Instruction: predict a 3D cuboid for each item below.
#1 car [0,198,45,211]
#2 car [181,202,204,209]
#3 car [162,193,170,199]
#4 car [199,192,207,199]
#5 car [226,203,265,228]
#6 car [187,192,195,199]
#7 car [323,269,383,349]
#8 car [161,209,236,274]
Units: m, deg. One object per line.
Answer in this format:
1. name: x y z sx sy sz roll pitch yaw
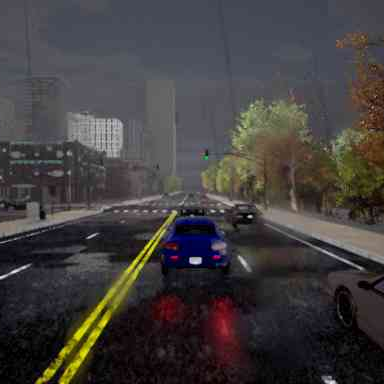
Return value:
1. car: -20.042 1.614 40.015 4.313 1.339 1.947 -1 2 0
2. car: 0.043 1.458 26.780 1.895 1.301 4.718 0 0 0
3. car: -6.694 1.060 86.122 1.812 1.442 4.674 0 0 0
4. car: 3.047 1.052 90.082 1.994 1.385 4.181 0 0 0
5. car: 3.306 1.432 21.394 2.033 1.411 5.357 0 0 0
6. car: -0.201 1.004 89.658 1.837 1.490 4.892 0 0 0
7. car: 3.342 1.525 3.694 2.033 1.411 5.357 0 0 0
8. car: 0.090 1.471 10.284 1.812 1.442 4.674 0 0 0
